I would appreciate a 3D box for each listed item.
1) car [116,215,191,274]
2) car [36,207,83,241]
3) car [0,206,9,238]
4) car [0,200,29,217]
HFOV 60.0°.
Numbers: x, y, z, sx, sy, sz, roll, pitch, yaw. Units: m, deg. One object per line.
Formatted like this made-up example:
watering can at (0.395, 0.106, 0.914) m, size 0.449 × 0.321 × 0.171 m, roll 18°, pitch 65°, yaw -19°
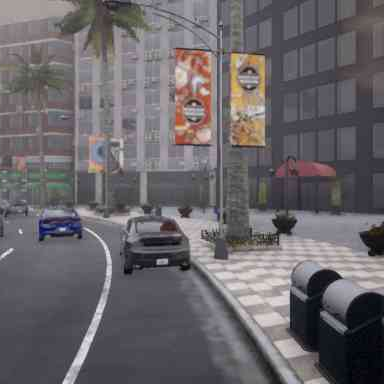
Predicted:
car at (-1.341, 1.502, 10.678) m, size 1.837 × 1.490 × 4.892 m, roll 0°, pitch 0°, yaw -14°
car at (-6.684, 1.478, 16.748) m, size 1.882 × 1.535 × 5.008 m, roll 0°, pitch 0°, yaw -25°
car at (-9.864, 1.562, 15.284) m, size 1.994 × 1.385 × 4.181 m, roll 0°, pitch 0°, yaw -25°
car at (-16.569, 1.477, 30.386) m, size 4.902 × 1.511 × 2.128 m, roll 0°, pitch 0°, yaw 44°
